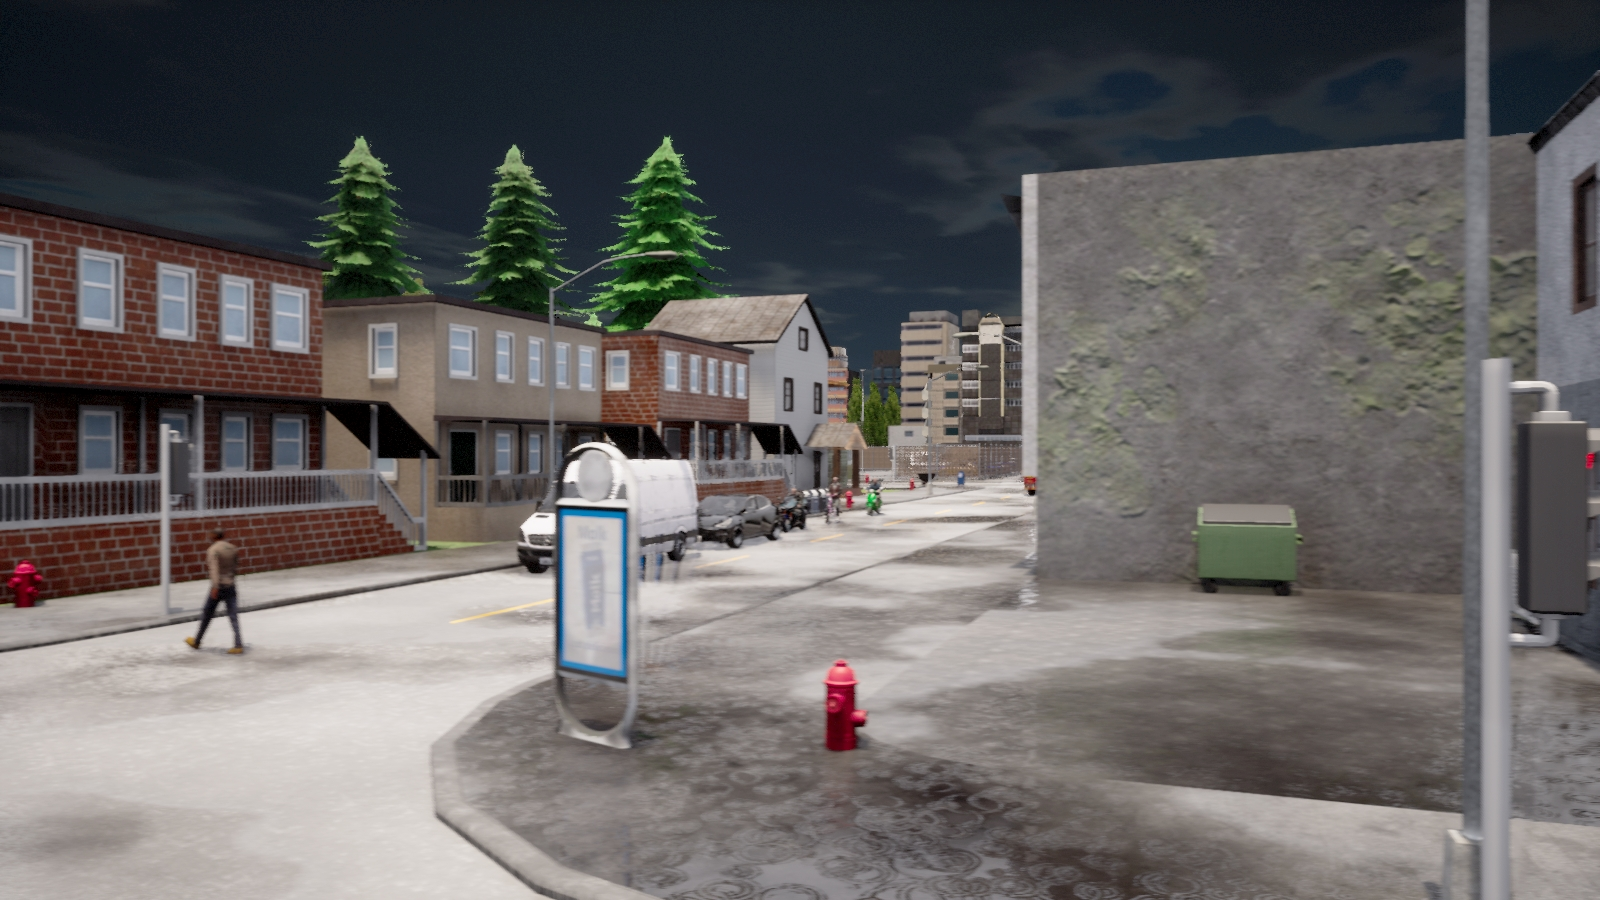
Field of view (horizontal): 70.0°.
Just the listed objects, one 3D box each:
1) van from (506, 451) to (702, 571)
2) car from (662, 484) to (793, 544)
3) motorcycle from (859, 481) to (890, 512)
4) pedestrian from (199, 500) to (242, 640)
[{"bbox_3d":[-4.511,1.312,27.515,1.988,2.561,5.915,0,0,20],"label":"van"},{"bbox_3d":[-2.075,1.841,34.193,2.163,1.488,4.792,0,0,20],"label":"car"},{"bbox_3d":[3.177,1.960,48.626,0.856,1.236,1.805,0,0,20],"label":"motorcycle"},{"bbox_3d":[-7.913,1.626,15.616,0.375,1.860,0.375,0,0,27],"label":"pedestrian"}]
